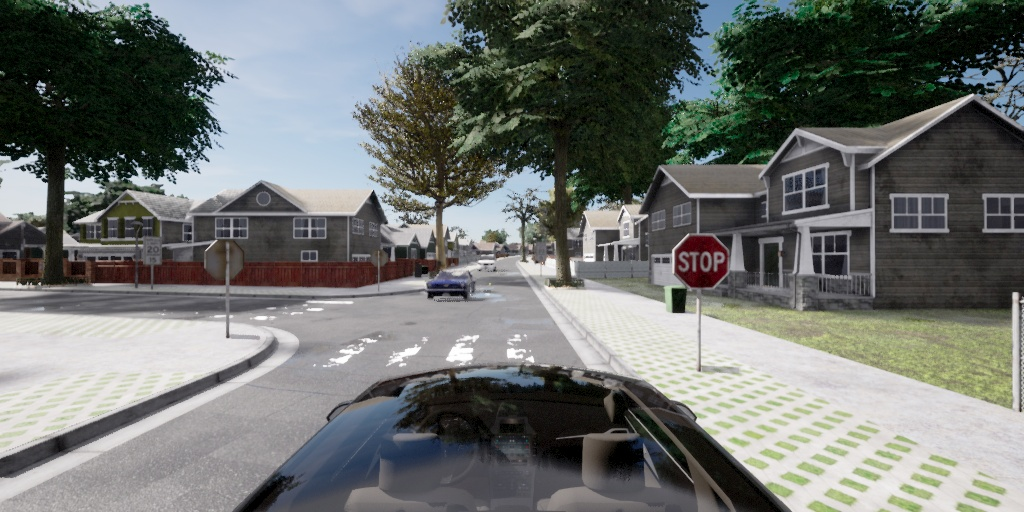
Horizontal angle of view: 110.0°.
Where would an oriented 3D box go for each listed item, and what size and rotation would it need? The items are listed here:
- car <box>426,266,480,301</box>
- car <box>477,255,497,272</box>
[{"bbox_3d":[-2.874,1.347,17.742,1.895,1.301,4.718,0,0,0],"label":"car"},{"bbox_3d":[-3.072,0.877,44.463,2.150,2.045,5.566,0,1,0],"label":"car"}]
